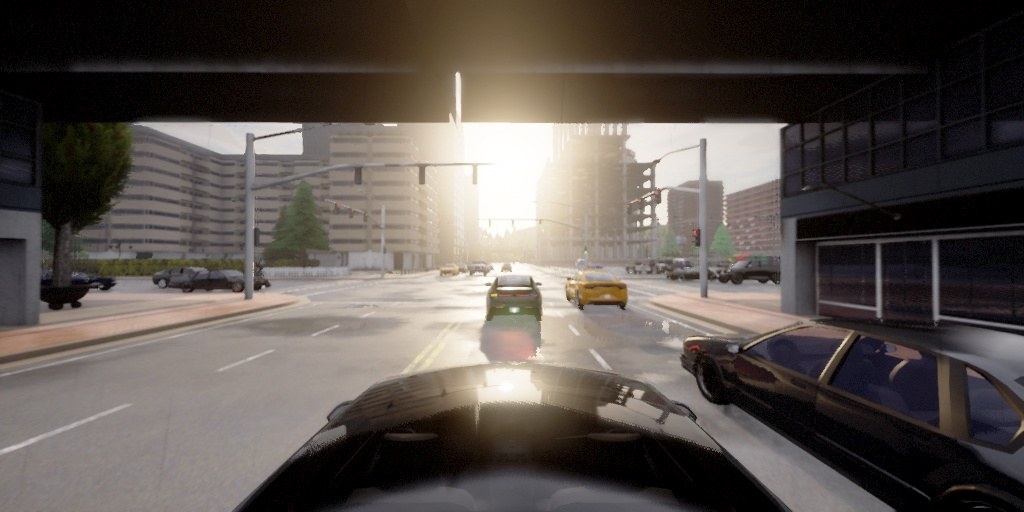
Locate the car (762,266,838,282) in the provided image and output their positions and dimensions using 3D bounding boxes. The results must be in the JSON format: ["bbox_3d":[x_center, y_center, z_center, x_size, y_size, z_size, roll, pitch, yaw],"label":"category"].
[{"bbox_3d":[26.526,1.673,33.187,5.357,1.411,2.033,0,-1,1],"label":"car"}]

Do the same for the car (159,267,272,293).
[{"bbox_3d":[-18.181,1.543,22.396,5.357,1.411,2.033,0,-1,-1],"label":"car"}]

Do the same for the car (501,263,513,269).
[{"bbox_3d":[-0.904,2.014,61.892,2.033,1.411,5.357,0,-1,0],"label":"car"}]

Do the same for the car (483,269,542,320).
[{"bbox_3d":[0.063,1.394,13.275,1.837,1.490,4.892,0,0,0],"label":"car"}]

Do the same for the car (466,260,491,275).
[{"bbox_3d":[-4.519,1.535,48.992,2.150,2.045,5.566,0,-1,0],"label":"car"}]

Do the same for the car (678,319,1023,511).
[{"bbox_3d":[3.600,1.317,3.309,2.033,1.411,5.357,0,-1,0],"label":"car"}]

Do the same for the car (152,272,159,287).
[{"bbox_3d":[-22.939,1.542,25.866,4.892,1.490,1.837,0,-1,0],"label":"car"}]

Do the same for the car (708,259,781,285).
[{"bbox_3d":[19.896,1.307,29.817,5.566,2.045,2.150,0,-1,1],"label":"car"}]

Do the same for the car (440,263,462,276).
[{"bbox_3d":[-8.002,1.756,46.107,1.882,1.535,5.008,0,-1,0],"label":"car"}]

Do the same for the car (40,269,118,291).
[{"bbox_3d":[-27.775,1.596,22.344,4.718,1.301,1.895,0,-1,0],"label":"car"}]

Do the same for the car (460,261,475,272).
[{"bbox_3d":[-8.076,1.855,64.942,2.097,1.767,4.553,0,-1,0],"label":"car"}]

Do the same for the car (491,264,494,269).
[{"bbox_3d":[-4.566,1.921,58.729,2.128,1.511,4.902,0,-1,0],"label":"car"}]

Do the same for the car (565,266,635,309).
[{"bbox_3d":[3.580,1.397,15.954,1.882,1.535,5.008,0,-1,0],"label":"car"}]

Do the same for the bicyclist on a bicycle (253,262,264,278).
[{"bbox_3d":[-26.005,1.469,36.837,0.582,1.620,1.656,0,0,0],"label":"bicyclist on a bicycle"}]

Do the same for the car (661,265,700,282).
[{"bbox_3d":[16.883,1.728,33.350,4.718,1.301,1.895,0,-1,0],"label":"car"}]

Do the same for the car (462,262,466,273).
[{"bbox_3d":[-8.056,1.870,55.678,1.882,1.535,5.008,0,-1,0],"label":"car"}]
